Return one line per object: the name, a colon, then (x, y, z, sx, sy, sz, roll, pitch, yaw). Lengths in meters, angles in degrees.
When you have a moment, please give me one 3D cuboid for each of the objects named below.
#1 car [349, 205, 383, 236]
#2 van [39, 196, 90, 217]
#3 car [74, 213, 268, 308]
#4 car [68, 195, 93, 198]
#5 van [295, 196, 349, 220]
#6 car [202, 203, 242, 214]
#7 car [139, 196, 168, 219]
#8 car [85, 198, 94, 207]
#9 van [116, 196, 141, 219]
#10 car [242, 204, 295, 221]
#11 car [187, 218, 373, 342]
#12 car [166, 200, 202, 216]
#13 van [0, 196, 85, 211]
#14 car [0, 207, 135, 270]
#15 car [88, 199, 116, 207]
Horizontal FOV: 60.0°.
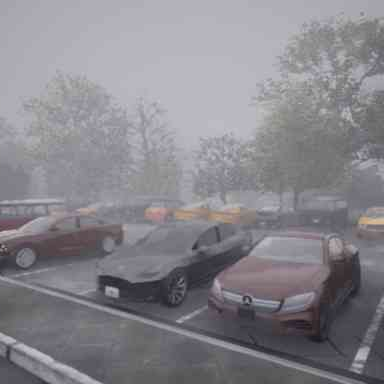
car: (9.749, 1.459, 17.133, 1.946, 1.575, 5.366, 0, 0, 35)
van: (-12.747, 1.399, 33.508, 1.878, 1.987, 4.442, -1, 0, 35)
car: (-0.145, 1.507, 8.309, 2.163, 1.488, 4.792, 0, 0, 35)
car: (-10.442, 1.343, 31.758, 2.435, 2.045, 5.566, -1, 0, 35)
van: (7.665, 1.250, 18.986, 1.878, 1.987, 4.442, 0, 0, 35)
car: (3.081, 1.504, 22.097, 2.097, 1.535, 5.008, 0, 0, 35)
car: (-1.450, 1.406, 25.288, 2.185, 1.767, 4.553, 0, 0, 35)
car: (-8.308, 1.571, 29.979, 1.946, 1.575, 5.366, 0, 0, 35)
van: (-3.622, 1.319, 27.015, 1.878, 1.987, 4.442, 0, 0, 35)
car: (5.337, 1.491, 20.491, 2.231, 1.521, 4.892, 0, 0, 35)
car: (2.137, 1.503, 6.726, 2.002, 1.452, 4.674, 0, 0, 35)
car: (0.721, 1.518, 23.776, 2.097, 1.535, 5.008, 0, 0, 35)
van: (-6.847, 1.292, 13.257, 1.878, 1.987, 4.442, 0, 0, 35)
car: (-4.648, 1.504, 11.556, 2.097, 1.535, 5.008, 0, 0, 35)
car: (-5.950, 1.560, 28.520, 2.231, 1.521, 4.892, 0, 0, 35)
